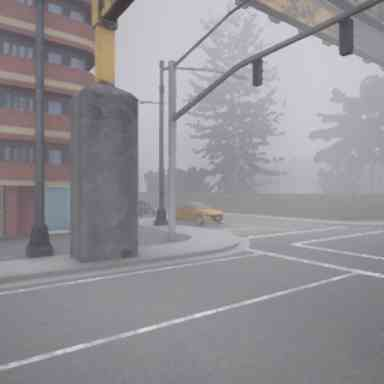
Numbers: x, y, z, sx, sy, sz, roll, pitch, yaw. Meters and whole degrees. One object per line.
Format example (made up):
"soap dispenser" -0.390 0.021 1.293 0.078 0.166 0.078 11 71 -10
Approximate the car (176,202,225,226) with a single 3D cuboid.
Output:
"car" 0.294 1.491 24.183 1.882 1.535 5.008 0 0 -35

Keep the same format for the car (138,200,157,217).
"car" -5.107 1.539 31.849 1.812 1.442 4.674 0 0 -35
